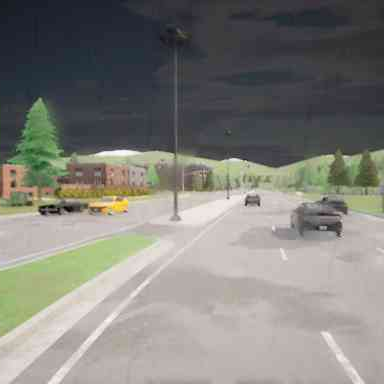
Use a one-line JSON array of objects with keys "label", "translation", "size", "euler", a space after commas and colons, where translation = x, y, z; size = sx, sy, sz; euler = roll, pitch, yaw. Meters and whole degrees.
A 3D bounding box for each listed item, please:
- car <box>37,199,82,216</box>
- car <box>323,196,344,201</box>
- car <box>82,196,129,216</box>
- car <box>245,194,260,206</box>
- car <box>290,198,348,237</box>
[{"label": "car", "translation": [-10.696, 1.239, 27.774], "size": [1.895, 1.301, 4.718], "euler": [0, 1, 12]}, {"label": "car", "translation": [12.116, 1.131, 28.877], "size": [1.837, 1.490, 4.892], "euler": [0, 1, 11]}, {"label": "car", "translation": [-6.987, 1.110, 28.358], "size": [1.882, 1.535, 5.008], "euler": [0, 0, 12]}, {"label": "car", "translation": [7.784, 0.936, 42.644], "size": [2.128, 1.511, 4.902], "euler": [0, 0, 12]}, {"label": "car", "translation": [6.097, 1.276, 16.634], "size": [2.128, 1.511, 4.902], "euler": [0, 1, 11]}]
